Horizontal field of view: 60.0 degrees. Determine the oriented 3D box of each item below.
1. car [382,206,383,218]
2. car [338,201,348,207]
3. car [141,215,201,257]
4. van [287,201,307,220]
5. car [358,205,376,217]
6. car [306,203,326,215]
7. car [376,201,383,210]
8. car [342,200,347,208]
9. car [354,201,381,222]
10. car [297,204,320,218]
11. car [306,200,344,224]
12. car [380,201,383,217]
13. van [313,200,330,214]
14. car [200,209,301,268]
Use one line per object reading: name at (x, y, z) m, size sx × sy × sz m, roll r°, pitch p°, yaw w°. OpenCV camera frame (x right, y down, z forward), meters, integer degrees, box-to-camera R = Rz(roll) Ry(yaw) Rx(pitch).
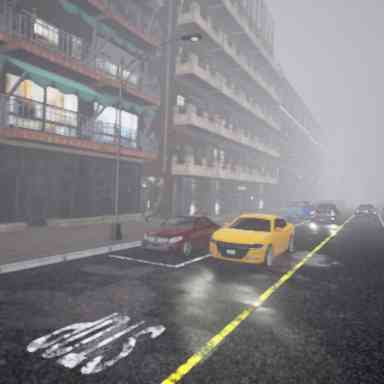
car at (25.834, 2.623, 43.331) m, size 1.802 × 1.307 × 4.206 m, roll 2°, pitch 0°, yaw 28°
car at (37.335, 3.033, 82.218) m, size 1.947 × 1.339 × 4.313 m, roll 2°, pitch 0°, yaw 28°
car at (-0.185, 1.537, 12.735) m, size 1.802 × 1.307 × 4.206 m, roll 2°, pitch 0°, yaw 28°
van at (10.445, 1.719, 32.385) m, size 1.690 × 1.788 × 3.998 m, roll 2°, pitch 0°, yaw 28°
car at (23.644, 2.540, 44.846) m, size 1.895 × 1.301 × 4.718 m, roll 3°, pitch 0°, yaw 29°
car at (15.819, 2.176, 42.349) m, size 1.802 × 1.307 × 4.206 m, roll 2°, pitch 0°, yaw 28°
car at (44.691, 3.122, 78.204) m, size 2.192 × 1.841 × 5.009 m, roll 2°, pitch 0°, yaw 28°
car at (31.959, 2.562, 72.256) m, size 2.192 × 1.841 × 5.009 m, roll 2°, pitch 0°, yaw 28°
car at (18.388, 2.079, 35.038) m, size 2.097 × 1.767 × 4.553 m, roll 3°, pitch 0°, yaw 29°
car at (13.129, 2.068, 37.366) m, size 1.802 × 1.307 × 4.206 m, roll 2°, pitch 0°, yaw 28°
car at (11.932, 1.804, 29.693) m, size 2.097 × 1.767 × 4.553 m, roll 3°, pitch 0°, yaw 29°
car at (20.458, 2.139, 33.369) m, size 2.192 × 1.841 × 5.009 m, roll 2°, pitch 0°, yaw 28°
van at (18.510, 2.043, 47.339) m, size 1.690 × 1.788 × 3.998 m, roll 2°, pitch 0°, yaw 28°
car at (2.356, 1.548, 12.036) m, size 1.882 × 1.535 × 5.008 m, roll 3°, pitch 0°, yaw 28°
